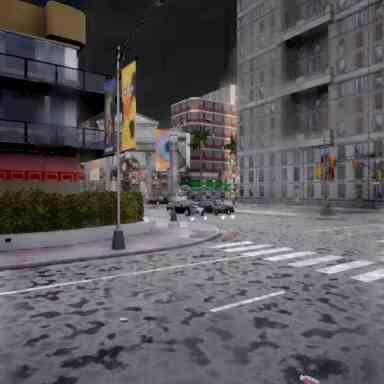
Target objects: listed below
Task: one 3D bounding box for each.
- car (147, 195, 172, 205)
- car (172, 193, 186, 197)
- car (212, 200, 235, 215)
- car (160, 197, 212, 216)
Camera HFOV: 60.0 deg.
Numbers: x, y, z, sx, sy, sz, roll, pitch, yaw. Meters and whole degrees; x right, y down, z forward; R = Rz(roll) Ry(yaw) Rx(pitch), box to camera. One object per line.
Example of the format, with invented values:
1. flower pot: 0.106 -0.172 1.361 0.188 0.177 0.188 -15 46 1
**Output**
1. car: -6.270 1.505 59.585 1.837 1.490 4.892 0 0 -44
2. car: -2.557 1.221 62.268 2.150 2.045 5.566 0 0 -15
3. car: 2.028 1.547 34.440 2.033 1.411 5.357 0 0 -35
4. car: -0.657 1.491 32.176 2.128 1.511 4.902 0 0 -35
